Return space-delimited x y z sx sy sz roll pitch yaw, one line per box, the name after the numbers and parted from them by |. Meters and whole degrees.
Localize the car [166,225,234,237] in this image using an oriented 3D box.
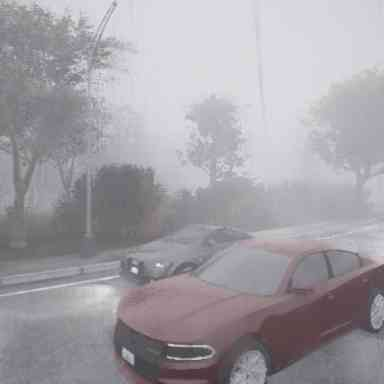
0.246 1.590 8.814 4.181 1.385 1.994 0 0 -39 | car

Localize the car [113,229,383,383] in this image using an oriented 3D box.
1.265 1.492 5.138 5.008 1.535 1.882 0 0 -39 | car
